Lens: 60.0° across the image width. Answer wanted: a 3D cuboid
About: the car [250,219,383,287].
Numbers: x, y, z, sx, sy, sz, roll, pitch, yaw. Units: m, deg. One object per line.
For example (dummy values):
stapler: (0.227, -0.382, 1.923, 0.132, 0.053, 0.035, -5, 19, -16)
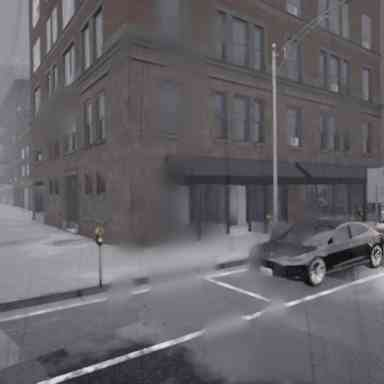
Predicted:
car: (3.516, 1.454, 9.036, 4.313, 1.339, 1.947, -1, 0, -35)
